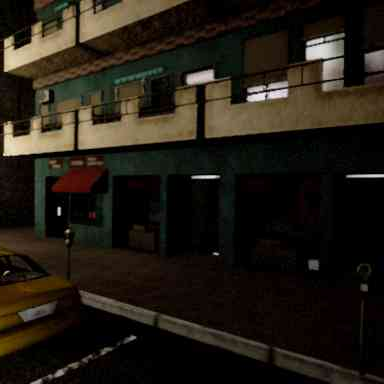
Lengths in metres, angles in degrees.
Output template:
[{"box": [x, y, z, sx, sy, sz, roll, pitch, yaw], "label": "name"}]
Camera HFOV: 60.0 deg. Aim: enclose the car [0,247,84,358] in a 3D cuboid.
[{"box": [-3.837, 1.484, 5.600, 4.829, 1.417, 1.752, 0, 1, 36], "label": "car"}]
